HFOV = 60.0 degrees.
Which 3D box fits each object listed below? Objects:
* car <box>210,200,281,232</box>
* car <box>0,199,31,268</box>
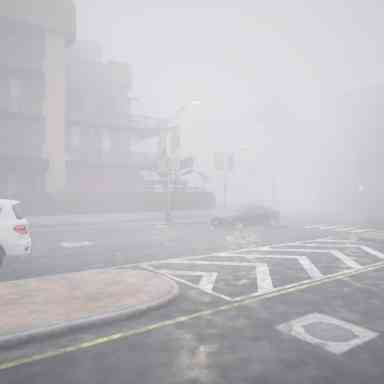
[{"bbox_3d":[3.353,1.477,20.489,5.008,1.535,1.882,0,0,-37],"label":"car"},{"bbox_3d":[-7.267,1.221,8.642,5.566,2.045,2.150,0,0,-35],"label":"car"}]
